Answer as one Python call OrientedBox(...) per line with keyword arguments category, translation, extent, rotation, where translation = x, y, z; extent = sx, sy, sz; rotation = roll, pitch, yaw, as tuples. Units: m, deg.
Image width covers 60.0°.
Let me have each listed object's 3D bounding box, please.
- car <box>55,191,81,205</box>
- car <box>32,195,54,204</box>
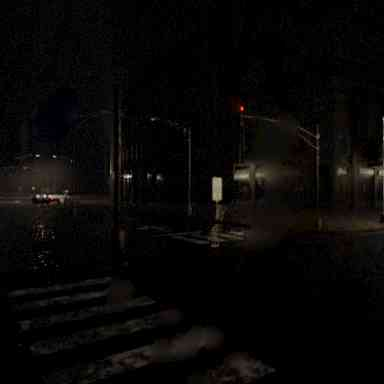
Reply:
OrientedBox(category="car", translation=(-17.768, 0.834, 48.130), extent=(2.150, 2.045, 5.566), rotation=(0, 0, -33))
OrientedBox(category="car", translation=(-22.990, 1.111, 50.462), extent=(2.033, 1.411, 5.357), rotation=(0, 0, -34))
